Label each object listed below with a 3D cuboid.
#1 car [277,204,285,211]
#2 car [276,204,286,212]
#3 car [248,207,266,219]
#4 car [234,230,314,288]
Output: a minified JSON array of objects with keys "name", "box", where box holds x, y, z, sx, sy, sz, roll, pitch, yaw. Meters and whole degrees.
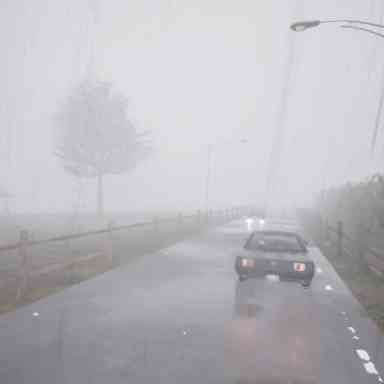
[{"name":"car","box":[21.342,3.619,79.576,1.837,1.490,4.892,2,-1,15]},{"name":"car","box":[18.614,3.457,69.517,2.128,1.511,4.902,2,-1,15]},{"name":"car","box":[8.006,2.546,40.859,1.895,1.301,4.718,2,-1,15]},{"name":"car","box":[2.523,1.823,10.098,1.895,1.301,4.718,2,-1,15]}]
